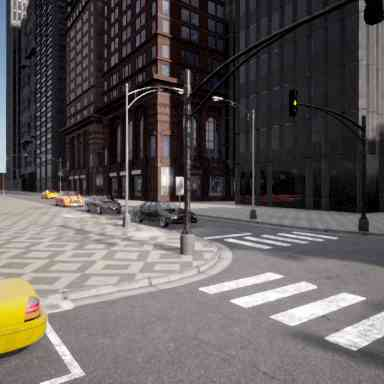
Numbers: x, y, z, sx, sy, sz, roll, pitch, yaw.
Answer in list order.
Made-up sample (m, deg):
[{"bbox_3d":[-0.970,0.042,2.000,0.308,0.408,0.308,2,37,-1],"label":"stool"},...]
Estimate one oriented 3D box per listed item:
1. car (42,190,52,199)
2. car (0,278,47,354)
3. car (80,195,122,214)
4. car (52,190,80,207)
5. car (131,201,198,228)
[{"bbox_3d":[-24.392,0.421,57.049,1.882,1.535,5.008,0,1,-36],"label":"car"},{"bbox_3d":[-4.251,1.525,3.617,4.829,1.417,1.752,0,0,-35],"label":"car"},{"bbox_3d":[-7.578,1.012,28.219,1.837,1.490,4.892,0,1,-36],"label":"car"},{"bbox_3d":[-13.428,0.681,36.355,2.097,1.767,4.553,0,1,-35],"label":"car"},{"bbox_3d":[-1.863,1.237,20.275,2.033,1.411,5.357,0,1,-36],"label":"car"}]
